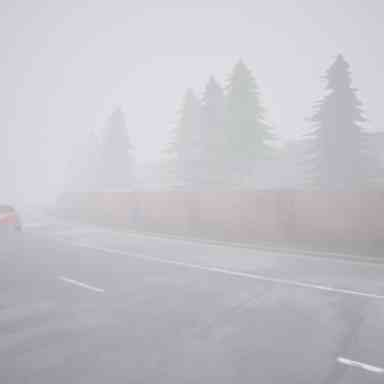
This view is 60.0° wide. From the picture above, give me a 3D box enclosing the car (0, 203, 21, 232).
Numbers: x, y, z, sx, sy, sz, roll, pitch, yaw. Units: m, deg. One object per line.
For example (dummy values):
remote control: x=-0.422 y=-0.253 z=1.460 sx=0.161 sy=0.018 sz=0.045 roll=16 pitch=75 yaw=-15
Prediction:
car: x=-12.485 y=1.558 z=21.181 sx=2.097 sy=1.767 sz=4.553 roll=0 pitch=-1 yaw=-40
